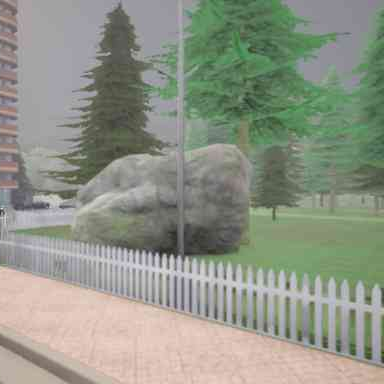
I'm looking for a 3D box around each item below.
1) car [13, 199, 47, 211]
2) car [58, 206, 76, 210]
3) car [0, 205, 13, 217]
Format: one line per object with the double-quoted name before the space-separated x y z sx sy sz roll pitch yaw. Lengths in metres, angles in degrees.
"car" -18.622 1.525 38.623 1.895 1.301 4.718 0 0 7
"car" -14.825 1.472 41.770 2.033 1.411 5.357 0 0 2
"car" -14.345 1.149 20.176 2.150 2.045 5.566 0 0 29
